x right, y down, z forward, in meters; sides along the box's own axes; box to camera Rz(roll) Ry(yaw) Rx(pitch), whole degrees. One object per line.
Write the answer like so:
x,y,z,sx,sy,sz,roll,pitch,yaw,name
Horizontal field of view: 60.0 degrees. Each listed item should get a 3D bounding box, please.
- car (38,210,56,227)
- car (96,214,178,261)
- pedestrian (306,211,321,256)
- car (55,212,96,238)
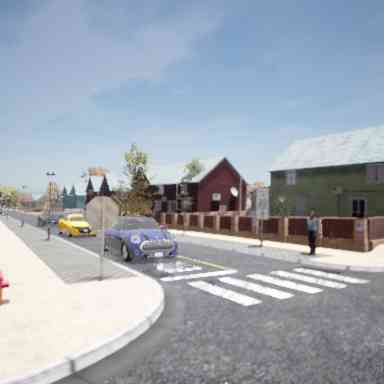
-15.101,2.892,35.175,1.837,1.490,4.892,2,-4,-31,car
-2.384,1.856,14.483,2.097,1.767,4.553,2,-3,-31,car
4.980,1.681,13.777,0.375,1.860,0.375,0,-1,-32,pedestrian
-8.359,2.396,24.217,1.882,1.535,5.008,2,-3,-32,car
